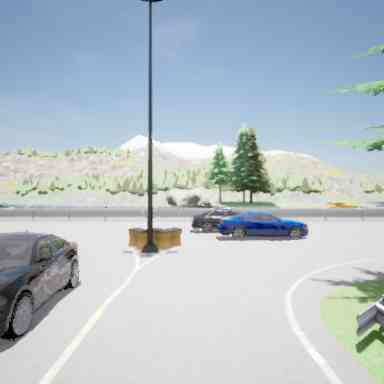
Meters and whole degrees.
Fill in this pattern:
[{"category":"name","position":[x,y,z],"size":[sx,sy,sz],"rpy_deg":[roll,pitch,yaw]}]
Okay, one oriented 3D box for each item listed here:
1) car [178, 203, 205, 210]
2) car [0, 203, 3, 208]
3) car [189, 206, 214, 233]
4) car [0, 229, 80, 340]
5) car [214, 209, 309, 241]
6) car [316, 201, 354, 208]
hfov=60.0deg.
[{"category":"car","position":[0.316,2.198,46.824],"size":[4.718,1.301,1.895],"rpy_deg":[0,0,0]},{"category":"car","position":[-29.211,1.960,46.833],"size":[4.553,1.767,2.097],"rpy_deg":[0,0,0]},{"category":"car","position":[2.397,1.890,22.126],"size":[4.892,1.490,1.837],"rpy_deg":[0,0,0]},{"category":"car","position":[-3.717,1.586,6.795],"size":[1.882,1.535,5.008],"rpy_deg":[1,-2,-5]},{"category":"car","position":[3.923,1.832,18.627],"size":[5.008,1.535,1.882],"rpy_deg":[0,0,0]},{"category":"car","position":[20.072,2.067,46.812],"size":[5.008,1.535,1.882],"rpy_deg":[0,0,0]}]
